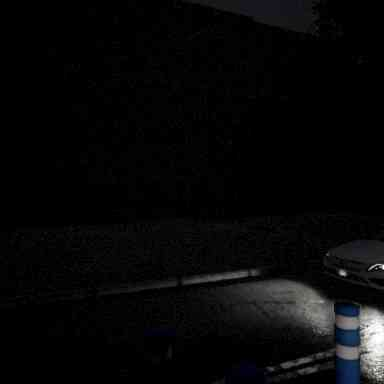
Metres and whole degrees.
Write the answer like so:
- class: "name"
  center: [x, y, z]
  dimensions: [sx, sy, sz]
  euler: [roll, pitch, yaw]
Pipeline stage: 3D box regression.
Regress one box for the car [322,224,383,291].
- class: "car"
  center: [5.417, 1.470, 8.228]
  dimensions: [4.674, 1.442, 1.812]
  euler: [-1, 0, -24]
